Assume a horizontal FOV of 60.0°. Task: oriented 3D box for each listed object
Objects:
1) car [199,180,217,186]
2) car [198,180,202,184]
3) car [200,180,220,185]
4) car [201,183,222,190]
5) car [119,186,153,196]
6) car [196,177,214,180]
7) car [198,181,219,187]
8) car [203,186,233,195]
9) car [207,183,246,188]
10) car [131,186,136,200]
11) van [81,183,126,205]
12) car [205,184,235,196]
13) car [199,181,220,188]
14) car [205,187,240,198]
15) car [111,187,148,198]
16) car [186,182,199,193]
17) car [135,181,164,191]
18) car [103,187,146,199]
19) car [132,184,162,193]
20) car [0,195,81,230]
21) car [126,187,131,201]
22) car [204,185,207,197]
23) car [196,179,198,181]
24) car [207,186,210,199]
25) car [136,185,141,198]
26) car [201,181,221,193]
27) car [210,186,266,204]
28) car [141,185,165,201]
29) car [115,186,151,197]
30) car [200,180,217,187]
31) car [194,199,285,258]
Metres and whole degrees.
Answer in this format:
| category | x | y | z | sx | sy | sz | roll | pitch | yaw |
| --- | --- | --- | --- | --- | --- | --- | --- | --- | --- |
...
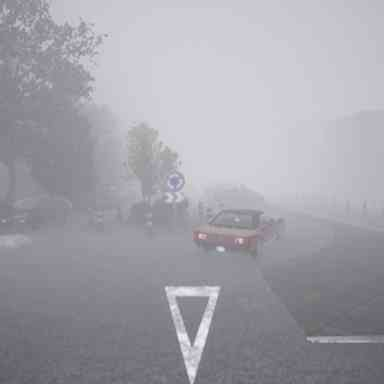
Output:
| category | x | y | z | sx | sy | sz | roll | pitch | yaw |
| --- | --- | --- | --- | --- | --- | --- | --- | --- | --- |
| car | 4.330 | -2.467 | 91.698 | 4.892 | 1.521 | 2.231 | 0 | 4 | 0 |
| car | 4.323 | -1.179 | 72.252 | 5.008 | 1.535 | 2.097 | 0 | 4 | 0 |
| car | 4.279 | -0.830 | 63.893 | 4.553 | 1.767 | 2.185 | 0 | 3 | 0 |
| car | 4.350 | -1.324 | 75.036 | 4.792 | 1.488 | 2.163 | 0 | 4 | 0 |
| car | -8.775 | -0.186 | 52.599 | 5.008 | 1.535 | 2.097 | 0 | 2 | 0 |
| car | 4.297 | -1.973 | 80.573 | 5.566 | 2.045 | 2.435 | 0 | 4 | 0 |
| car | 4.146 | -2.098 | 86.144 | 5.366 | 1.575 | 1.946 | 0 | 4 | 0 |
| car | 4.332 | -0.279 | 55.554 | 4.792 | 1.488 | 2.163 | 0 | 2 | 0 |
| car | 4.253 | 0.168 | 36.049 | 4.553 | 1.767 | 2.185 | 0 | 1 | 0 |
| car | -8.798 | 0.336 | 35.870 | 4.674 | 1.452 | 2.002 | 0 | 1 | 0 |
| van | -8.674 | 0.168 | 30.407 | 4.442 | 1.987 | 1.878 | 1 | 1 | 0 |
| car | 4.331 | -0.318 | 52.763 | 4.553 | 1.767 | 2.185 | 0 | 2 | 0 |
| car | 4.334 | -1.909 | 83.367 | 5.008 | 1.535 | 2.097 | 0 | 4 | 0 |
| car | 4.324 | 0.042 | 47.190 | 4.792 | 1.488 | 2.163 | 0 | 2 | 0 |
| car | -8.756 | 0.047 | 47.022 | 4.792 | 1.488 | 2.163 | 0 | 2 | 0 |
| car | -0.230 | -0.521 | 61.575 | 2.033 | 1.411 | 5.357 | 0 | 3 | 0 |
| car | -8.793 | -1.255 | 69.295 | 5.566 | 2.045 | 2.435 | 0 | 3 | 0 |
| car | -8.973 | 0.095 | 44.367 | 5.366 | 1.575 | 1.946 | 0 | 1 | 0 |
| car | -8.584 | -0.700 | 63.739 | 5.366 | 1.575 | 1.946 | 0 | 3 | 0 |
| car | -7.897 | 0.938 | 16.938 | 1.837 | 1.490 | 4.892 | -4 | 2 | 8 |
| car | -8.801 | 0.385 | 33.085 | 4.674 | 1.452 | 2.002 | 0 | 1 | 0 |
| car | 4.292 | 0.238 | 38.830 | 5.008 | 1.535 | 2.097 | 0 | 1 | 0 |
| car | -0.223 | -1.347 | 70.832 | 2.097 | 1.767 | 4.553 | 0 | 4 | 0 |
| car | 4.252 | 0.372 | 33.266 | 4.792 | 1.488 | 2.163 | 0 | 1 | 0 |
| car | -8.822 | 0.268 | 38.781 | 4.792 | 1.488 | 2.163 | 0 | 1 | 0 |
| car | 4.261 | -0.079 | 41.617 | 5.566 | 2.045 | 2.435 | 0 | 1 | 0 |
| car | 4.308 | 0.420 | 30.483 | 4.792 | 1.488 | 2.163 | 0 | 1 | 0 |
| car | -3.852 | 0.163 | 36.072 | 2.097 | 1.767 | 4.553 | 0 | 1 | 0 |
| car | -8.778 | -0.081 | 49.811 | 5.008 | 1.535 | 2.097 | 0 | 2 | 0 |
| car | 4.365 | -2.398 | 88.788 | 4.553 | 1.767 | 2.185 | 0 | 4 | 0 |
| car | 1.934 | 1.269 | 11.929 | 1.895 | 1.301 | 4.718 | 3 | 5 | 28 |
